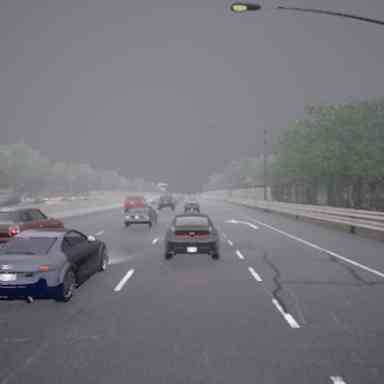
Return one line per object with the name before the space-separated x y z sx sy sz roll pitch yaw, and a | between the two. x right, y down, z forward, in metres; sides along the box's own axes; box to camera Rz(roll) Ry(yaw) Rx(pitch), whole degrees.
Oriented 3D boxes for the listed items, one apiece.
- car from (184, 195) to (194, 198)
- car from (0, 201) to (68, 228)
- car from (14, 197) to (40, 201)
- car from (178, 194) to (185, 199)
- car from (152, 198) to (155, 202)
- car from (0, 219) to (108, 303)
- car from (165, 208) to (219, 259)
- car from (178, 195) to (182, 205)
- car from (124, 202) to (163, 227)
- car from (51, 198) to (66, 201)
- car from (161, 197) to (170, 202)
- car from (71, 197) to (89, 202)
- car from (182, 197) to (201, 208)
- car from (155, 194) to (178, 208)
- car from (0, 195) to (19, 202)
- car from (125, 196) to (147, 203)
car | 0.006 1.849 66.817 2.128 1.511 4.902 0 0 0
car | -6.999 1.420 13.681 2.097 1.767 4.553 0 0 0
car | -24.522 1.838 51.042 2.033 1.411 5.357 0 0 1
car | -3.491 1.669 91.000 2.150 2.045 5.566 0 0 0
car | -6.993 1.922 66.798 1.994 1.385 4.181 0 0 0
car | -3.499 1.603 8.331 1.994 1.385 4.181 0 0 0
car | 0.001 1.570 12.842 1.837 1.490 4.892 0 0 0
car | -3.493 1.883 66.808 1.812 1.442 4.674 0 0 0
car | -3.497 1.679 23.630 2.033 1.411 5.357 0 0 0
car | -21.024 1.773 51.991 1.882 1.535 5.008 0 0 1
car | -6.991 1.989 88.947 1.994 1.385 4.181 0 0 0
car | -17.527 1.648 52.160 2.097 1.767 4.553 0 0 1
car | 0.002 1.739 39.828 1.837 1.490 4.892 0 0 0
car | -3.496 1.493 47.084 2.150 2.045 5.566 0 0 0
car | -28.023 1.508 50.291 2.150 2.045 5.566 0 0 1
car | -6.996 1.464 41.687 2.150 2.045 5.566 0 0 0
